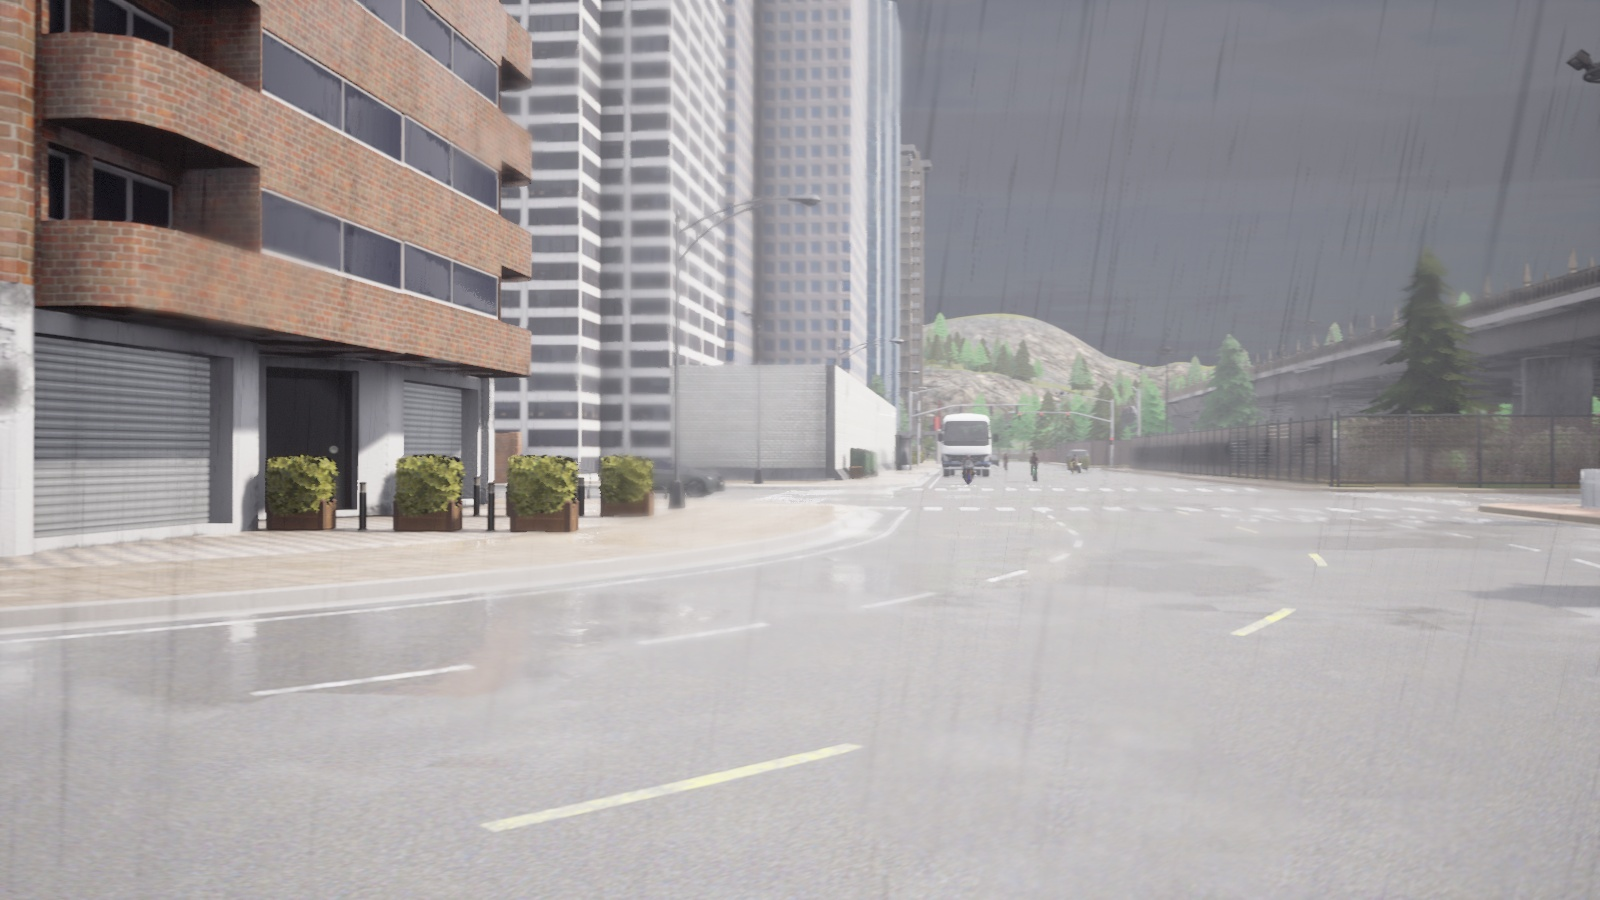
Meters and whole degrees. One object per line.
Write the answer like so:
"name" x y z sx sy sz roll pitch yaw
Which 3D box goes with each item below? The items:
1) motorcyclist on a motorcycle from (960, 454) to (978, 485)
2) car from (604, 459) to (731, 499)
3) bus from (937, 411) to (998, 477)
"motorcyclist on a motorcycle" 8.423 0.972 62.472 0.866 1.530 2.191 0 0 7
"car" -4.705 1.034 45.008 4.181 1.385 1.994 0 0 7
"bus" 11.465 -0.366 86.169 3.944 4.253 10.273 0 0 7
